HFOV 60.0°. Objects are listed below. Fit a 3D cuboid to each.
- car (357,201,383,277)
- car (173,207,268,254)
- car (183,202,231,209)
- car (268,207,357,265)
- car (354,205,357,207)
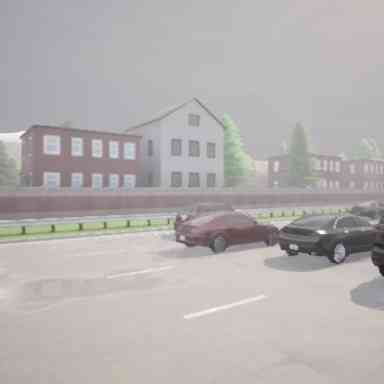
[{"bbox_3d":[6.909,1.195,8.692,5.566,2.045,2.150,0,0,-35],"label":"car"},{"bbox_3d":[1.532,1.504,13.465,4.674,1.442,1.812,0,0,-35],"label":"car"},{"bbox_3d":[1.331,1.326,17.613,4.553,1.767,2.097,0,0,-35],"label":"car"},{"bbox_3d":[5.143,1.477,11.732,4.892,1.490,1.837,0,0,-35],"label":"car"},{"bbox_3d":[14.793,1.459,27.215,4.674,1.442,1.812,0,0,-36],"label":"car"}]
